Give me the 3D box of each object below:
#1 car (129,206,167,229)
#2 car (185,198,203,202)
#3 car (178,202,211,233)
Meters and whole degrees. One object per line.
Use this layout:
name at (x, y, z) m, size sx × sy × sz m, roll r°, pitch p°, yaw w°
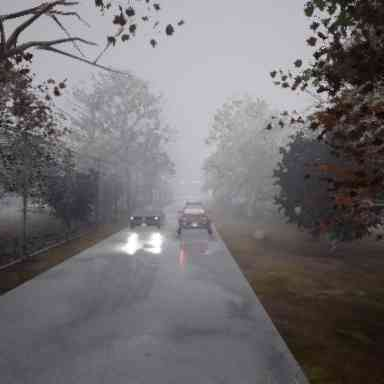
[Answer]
car at (-2.767, 1.593, 21.502) m, size 1.895 × 1.301 × 4.718 m, roll 0°, pitch 0°, yaw 1°
car at (0.221, 1.463, 37.637) m, size 1.882 × 1.535 × 5.008 m, roll 0°, pitch 0°, yaw 0°
car at (0.144, 1.518, 19.510) m, size 1.812 × 1.442 × 4.674 m, roll 0°, pitch 0°, yaw 0°
